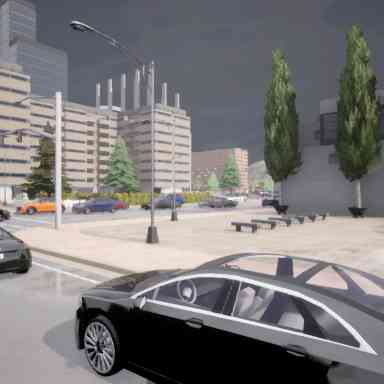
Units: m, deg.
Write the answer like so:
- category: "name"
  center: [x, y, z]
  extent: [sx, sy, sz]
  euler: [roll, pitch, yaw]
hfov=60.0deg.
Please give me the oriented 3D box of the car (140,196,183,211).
- category: "car"
  center: [-3.967, 1.547, 41.895]
  extent: [2.033, 1.411, 5.357]
  euler: [0, 0, 41]

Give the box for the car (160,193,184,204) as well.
- category: "car"
  center: [-3.575, 1.221, 47.686]
  extent: [2.150, 2.045, 5.566]
  euler: [0, 0, 41]

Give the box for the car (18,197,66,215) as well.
- category: "car"
  center: [-15.432, 1.352, 34.102]
  extent: [2.097, 1.767, 4.553]
  euler: [0, 0, 42]

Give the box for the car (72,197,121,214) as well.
- category: "car"
  center: [-10.170, 1.352, 34.733]
  extent: [2.097, 1.767, 4.553]
  euler: [0, 0, 41]

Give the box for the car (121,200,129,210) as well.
- category: "car"
  center: [-9.733, 1.564, 40.577]
  extent: [1.994, 1.385, 4.181]
  euler: [0, 0, 41]

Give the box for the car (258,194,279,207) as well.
- category: "car"
  center: [12.261, 1.478, 49.633]
  extent: [1.882, 1.535, 5.008]
  euler: [0, 0, 41]

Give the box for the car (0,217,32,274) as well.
- category: "car"
  center: [-6.318, 1.564, 9.473]
  extent: [4.181, 1.385, 1.994]
  euler: [0, 0, 40]

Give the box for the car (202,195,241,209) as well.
- category: "car"
  center: [4.254, 1.547, 45.735]
  extent: [2.033, 1.411, 5.357]
  euler: [0, 0, 41]

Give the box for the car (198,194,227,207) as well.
- category: "car"
  center: [2.845, 1.491, 49.741]
  extent: [2.128, 1.511, 4.902]
  euler: [0, 0, 41]

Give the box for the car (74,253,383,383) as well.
- category: "car"
  center: [0.588, 1.492, 3.855]
  extent: [4.902, 1.511, 2.128]
  euler: [0, 0, 37]

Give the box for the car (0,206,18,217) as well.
- category: "car"
  center: [-15.308, 1.491, 23.149]
  extent: [2.128, 1.511, 4.902]
  euler: [0, 0, 41]

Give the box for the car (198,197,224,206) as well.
- category: "car"
  center: [3.141, 1.526, 55.403]
  extent: [1.812, 1.442, 4.674]
  euler: [0, 0, 41]
